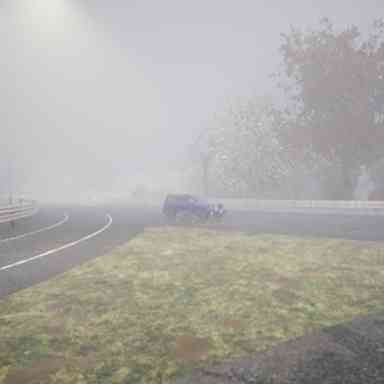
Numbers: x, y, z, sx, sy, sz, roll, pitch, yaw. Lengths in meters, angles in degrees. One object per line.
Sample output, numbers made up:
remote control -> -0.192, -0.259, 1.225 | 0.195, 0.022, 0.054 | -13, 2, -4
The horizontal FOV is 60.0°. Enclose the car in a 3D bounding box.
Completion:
car -> 0.050, 1.129, 26.955 | 5.566, 2.045, 2.150 | 0, 0, 38
